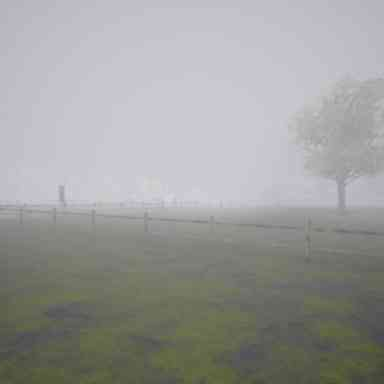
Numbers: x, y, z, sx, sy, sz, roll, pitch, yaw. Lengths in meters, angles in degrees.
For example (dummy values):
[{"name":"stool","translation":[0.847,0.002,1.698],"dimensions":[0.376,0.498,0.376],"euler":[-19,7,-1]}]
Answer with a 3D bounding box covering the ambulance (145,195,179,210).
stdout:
[{"name":"ambulance","translation":[-4.983,1.666,55.245],"dimensions":[2.351,2.431,6.366],"euler":[-1,-2,36]}]
